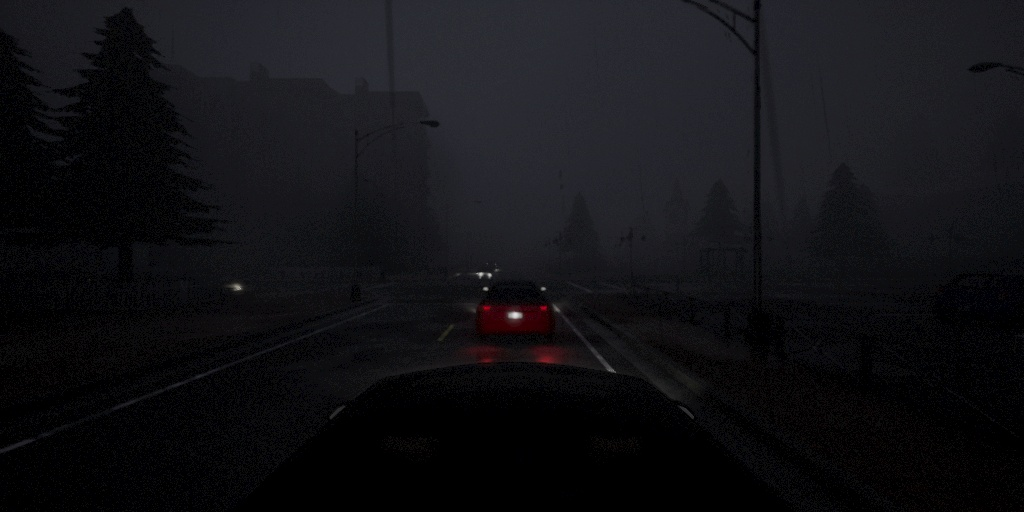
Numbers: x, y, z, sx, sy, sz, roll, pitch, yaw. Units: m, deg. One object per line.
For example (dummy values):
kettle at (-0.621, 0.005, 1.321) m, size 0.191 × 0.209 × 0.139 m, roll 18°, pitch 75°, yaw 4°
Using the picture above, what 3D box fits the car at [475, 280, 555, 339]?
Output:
car at (0.076, 1.363, 10.309) m, size 1.994 × 1.385 × 4.181 m, roll 0°, pitch 0°, yaw 0°

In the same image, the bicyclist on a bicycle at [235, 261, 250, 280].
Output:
bicyclist on a bicycle at (-22.972, 1.232, 30.574) m, size 0.582 × 1.620 × 1.656 m, roll 0°, pitch 0°, yaw -1°

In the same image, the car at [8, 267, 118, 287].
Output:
car at (-28.878, 1.435, 23.043) m, size 5.357 × 1.411 × 2.033 m, roll 0°, pitch 0°, yaw 0°

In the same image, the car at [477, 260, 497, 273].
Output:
car at (-3.574, 1.585, 49.173) m, size 1.994 × 1.385 × 4.181 m, roll 0°, pitch 0°, yaw 0°
